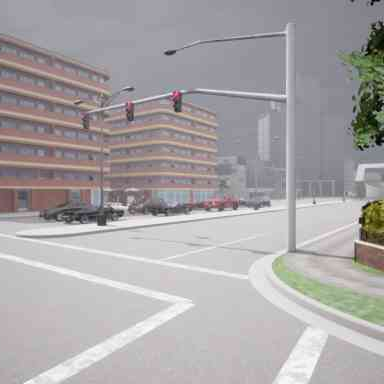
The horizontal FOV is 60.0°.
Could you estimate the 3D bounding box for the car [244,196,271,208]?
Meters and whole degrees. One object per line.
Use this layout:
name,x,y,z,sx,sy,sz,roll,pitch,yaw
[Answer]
car,9.680,1.352,48.206,2.097,1.767,4.553,0,0,36

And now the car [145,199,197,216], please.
car,-1.952,1.599,32.299,1.895,1.301,4.718,0,0,36

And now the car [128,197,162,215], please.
car,-4.562,1.352,34.649,2.097,1.767,4.553,0,0,35

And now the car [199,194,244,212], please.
car,3.625,1.221,39.942,2.150,2.045,5.566,0,0,36

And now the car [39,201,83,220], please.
car,-9.967,1.505,27.238,1.837,1.490,4.892,0,0,36

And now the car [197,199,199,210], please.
car,0.693,1.601,41.864,1.895,1.301,4.718,0,0,36

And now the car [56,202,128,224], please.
car,-7.364,1.601,24.903,1.895,1.301,4.718,0,0,33

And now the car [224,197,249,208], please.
car,6.746,1.526,50.123,1.812,1.442,4.674,0,0,36
